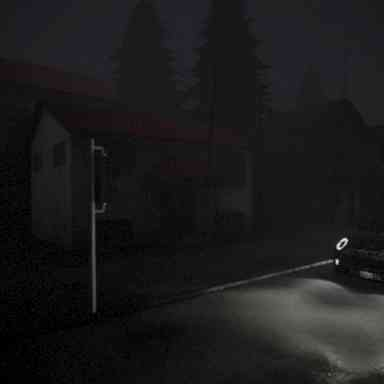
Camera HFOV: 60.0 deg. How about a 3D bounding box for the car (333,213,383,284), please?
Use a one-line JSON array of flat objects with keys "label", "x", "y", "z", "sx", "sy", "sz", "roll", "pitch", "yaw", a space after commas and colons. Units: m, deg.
[{"label": "car", "x": 5.825, "y": 1.313, "z": 9.032, "sx": 4.553, "sy": 1.767, "sz": 2.097, "roll": 0, "pitch": 0, "yaw": -37}]
